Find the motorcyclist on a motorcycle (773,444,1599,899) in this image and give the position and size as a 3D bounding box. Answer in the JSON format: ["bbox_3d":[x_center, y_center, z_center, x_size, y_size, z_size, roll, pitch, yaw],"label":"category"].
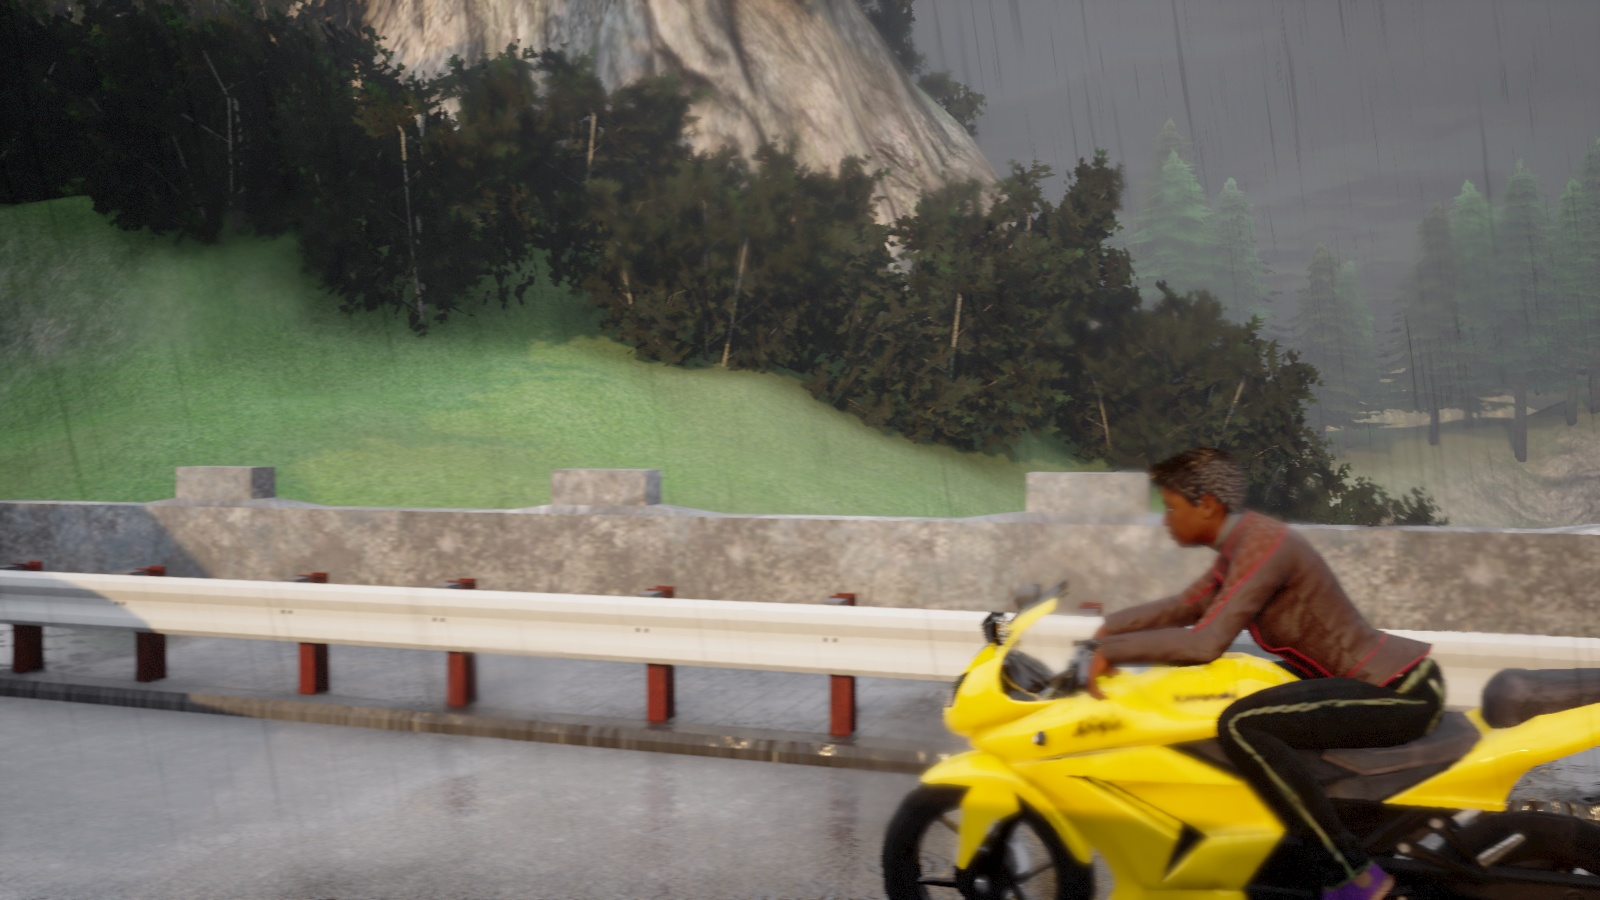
[{"bbox_3d":[1.027,0.759,3.369,2.044,1.523,0.797,1,1,19],"label":"motorcyclist on a motorcycle"}]
